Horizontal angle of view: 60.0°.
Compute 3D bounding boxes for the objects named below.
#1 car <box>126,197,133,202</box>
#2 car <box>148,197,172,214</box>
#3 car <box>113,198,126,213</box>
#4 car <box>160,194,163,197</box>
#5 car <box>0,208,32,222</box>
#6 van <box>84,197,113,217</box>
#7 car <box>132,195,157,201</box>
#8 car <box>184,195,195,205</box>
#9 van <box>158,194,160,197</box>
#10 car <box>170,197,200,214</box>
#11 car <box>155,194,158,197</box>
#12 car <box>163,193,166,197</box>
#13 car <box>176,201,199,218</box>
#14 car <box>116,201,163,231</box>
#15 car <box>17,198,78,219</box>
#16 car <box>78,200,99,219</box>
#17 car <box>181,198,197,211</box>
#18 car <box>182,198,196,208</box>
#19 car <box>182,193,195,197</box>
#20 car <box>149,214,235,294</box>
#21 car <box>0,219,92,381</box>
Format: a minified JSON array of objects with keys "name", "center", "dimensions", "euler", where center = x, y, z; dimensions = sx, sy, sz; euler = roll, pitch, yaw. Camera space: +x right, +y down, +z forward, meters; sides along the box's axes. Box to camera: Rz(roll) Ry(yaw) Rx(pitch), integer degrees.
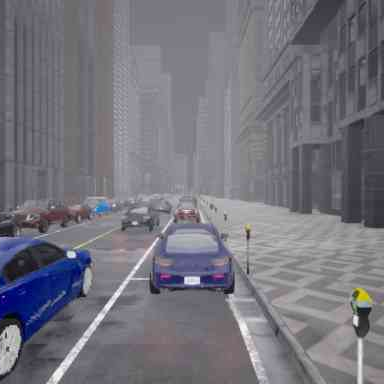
[{"name":"car","center":[-8.911,1.439,47.891],"dimensions":[1.967,1.590,4.097],"euler":[0,0,0]},{"name":"car","center":[-3.099,1.564,34.781],"dimensions":[1.994,1.385,4.181],"euler":[0,0,1]},{"name":"car","center":[-8.911,1.439,36.617],"dimensions":[1.967,1.590,4.097],"euler":[0,0,0]},{"name":"car","center":[-8.911,1.447,81.710],"dimensions":[1.967,1.590,4.097],"euler":[0,0,0]},{"name":"car","center":[-8.910,1.565,14.070],"dimensions":[1.947,1.339,4.313],"euler":[0,0,0]},{"name":"van","center":[-8.911,1.340,30.980],"dimensions":[1.690,1.788,3.998],"euler":[0,0,0]},{"name":"car","center":[-6.194,1.524,43.879],"dimensions":[1.812,1.442,4.674],"euler":[0,0,1]},{"name":"car","center":[-0.386,1.439,59.171],"dimensions":[1.967,1.590,4.097],"euler":[0,0,0]},{"name":"van","center":[-8.911,1.345,76.073],"dimensions":[1.690,1.788,3.998],"euler":[0,0,0]},{"name":"car","center":[-0.386,1.439,25.353],"dimensions":[1.967,1.590,4.097],"euler":[0,0,0]},{"name":"car","center":[-8.911,1.552,70.437],"dimensions":[2.008,1.369,4.403],"euler":[0,0,0]},{"name":"car","center":[-8.912,1.324,87.347],"dimensions":[2.192,1.841,5.009],"euler":[0,0,0]},{"name":"car","center":[-0.385,1.565,30.990],"dimensions":[1.947,1.339,4.313],"euler":[0,0,0]},{"name":"car","center":[-3.094,1.524,20.450],"dimensions":[1.812,1.442,4.674],"euler":[0,0,0]},{"name":"car","center":[-8.911,1.314,19.706],"dimensions":[2.192,1.841,5.009],"euler":[0,0,0]},{"name":"car","center":[-8.910,1.544,25.344],"dimensions":[1.887,1.381,4.507],"euler":[0,0,0]},{"name":"car","center":[-0.385,1.544,42.263],"dimensions":[1.887,1.381,4.507],"euler":[0,0,0]},{"name":"car","center":[-0.385,1.565,47.899],"dimensions":[1.947,1.339,4.313],"euler":[0,0,0]},{"name":"car","center":[-0.386,1.314,36.627],"dimensions":[2.192,1.841,5.009],"euler":[0,0,0]},{"name":"car","center":[0.003,1.525,8.651],"dimensions":[1.812,1.442,4.674],"euler":[0,0,0]},{"name":"car","center":[-3.146,1.477,5.449],"dimensions":[1.882,1.535,5.008],"euler":[0,0,0]}]
